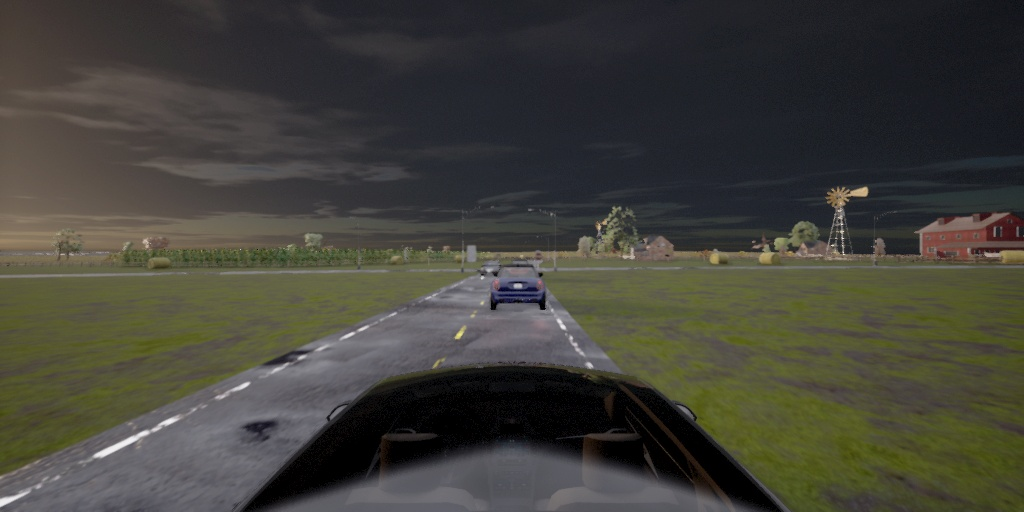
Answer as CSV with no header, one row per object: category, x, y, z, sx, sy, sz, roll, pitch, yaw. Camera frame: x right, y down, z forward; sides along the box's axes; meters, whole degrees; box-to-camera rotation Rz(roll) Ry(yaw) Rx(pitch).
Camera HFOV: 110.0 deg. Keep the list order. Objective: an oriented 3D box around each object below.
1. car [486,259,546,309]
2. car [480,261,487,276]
car,0.252,1.090,15.017,2.097,1.767,4.553,0,0,1
car,-1.995,1.204,35.864,2.128,1.511,4.902,0,0,3
